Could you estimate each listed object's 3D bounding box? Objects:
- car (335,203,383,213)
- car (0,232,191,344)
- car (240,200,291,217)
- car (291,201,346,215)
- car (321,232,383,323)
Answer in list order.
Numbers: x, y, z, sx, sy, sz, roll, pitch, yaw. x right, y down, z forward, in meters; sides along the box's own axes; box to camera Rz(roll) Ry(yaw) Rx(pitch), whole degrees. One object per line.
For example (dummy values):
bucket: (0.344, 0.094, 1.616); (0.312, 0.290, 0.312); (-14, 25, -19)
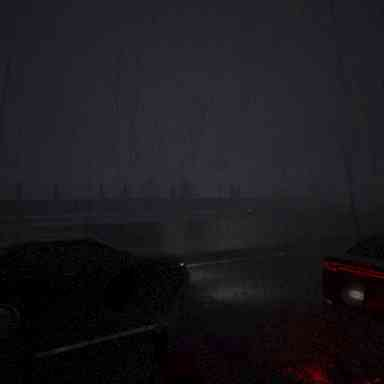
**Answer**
car: (12.171, 1.552, 22.002); (4.718, 1.301, 1.895); (0, 0, -22)
car: (-2.228, 1.503, 6.282); (4.674, 1.442, 1.812); (0, 0, -34)
car: (6.216, 1.406, 27.021); (5.008, 1.535, 1.882); (0, 0, -24)
car: (10.225, 1.445, 24.922); (4.892, 1.490, 1.837); (0, 0, -22)
car: (4.722, 1.464, 6.482); (5.008, 1.535, 1.882); (0, 0, -30)
